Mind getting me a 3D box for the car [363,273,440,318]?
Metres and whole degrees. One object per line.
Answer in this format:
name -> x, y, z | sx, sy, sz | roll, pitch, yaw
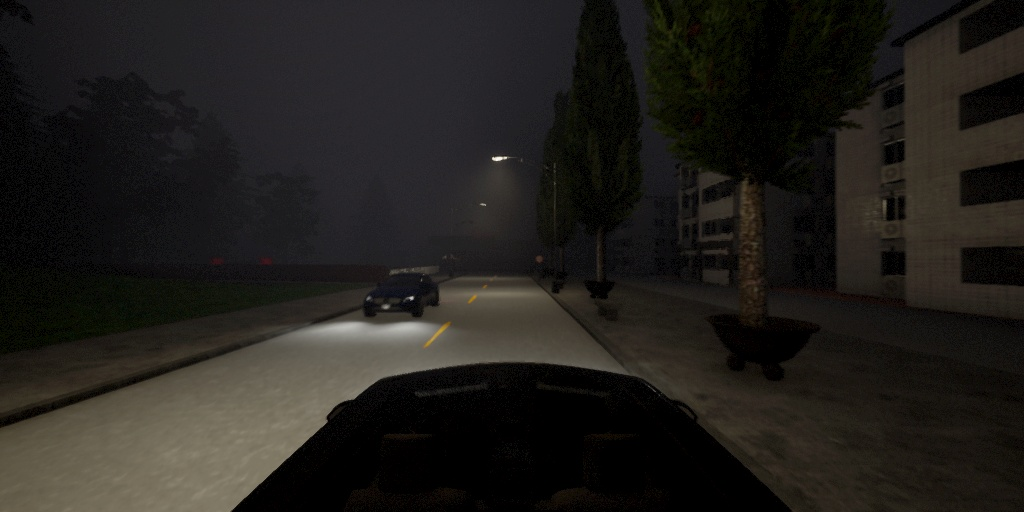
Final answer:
car -> -3.988, 1.374, 13.714 | 1.812, 1.442, 4.674 | 0, -1, 0
